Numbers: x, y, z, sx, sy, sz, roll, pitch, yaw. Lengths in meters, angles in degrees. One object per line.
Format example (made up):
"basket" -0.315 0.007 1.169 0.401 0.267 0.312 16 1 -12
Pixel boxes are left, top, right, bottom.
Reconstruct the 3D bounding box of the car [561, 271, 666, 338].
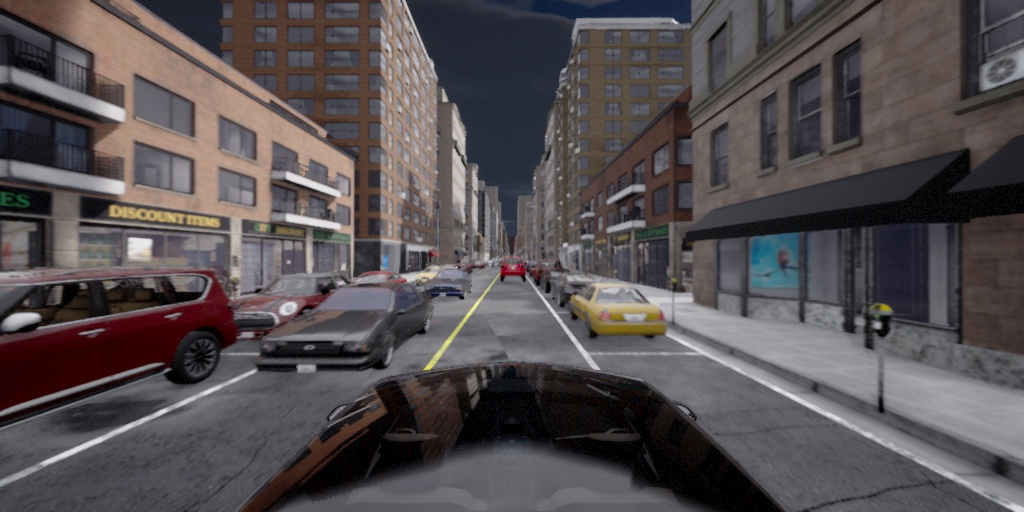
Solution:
"car" 2.669 1.308 10.110 1.751 1.417 4.829 0 0 0

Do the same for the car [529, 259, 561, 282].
"car" 2.671 1.162 26.723 2.192 1.841 5.009 0 0 0

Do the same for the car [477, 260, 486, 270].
"car" -5.851 1.526 60.278 1.888 1.381 4.507 0 0 0

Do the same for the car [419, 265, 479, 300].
"car" -3.094 1.363 18.564 2.033 1.411 5.357 0 0 0

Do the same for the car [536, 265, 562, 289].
"car" 2.670 1.392 21.129 1.948 1.339 4.313 0 0 0

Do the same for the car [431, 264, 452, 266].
"car" -5.855 1.373 26.535 1.751 1.417 4.829 0 0 0

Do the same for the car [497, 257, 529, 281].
"car" 0.099 1.085 31.557 2.150 2.045 5.566 0 -1 0

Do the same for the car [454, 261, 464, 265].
"car" -5.854 1.420 32.301 2.007 1.370 4.403 0 0 0

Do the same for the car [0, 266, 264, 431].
"car" -5.858 1.075 4.322 2.192 1.841 5.009 0 0 0

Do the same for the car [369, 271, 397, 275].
"car" -5.856 1.349 15.513 1.888 1.381 4.507 0 0 0

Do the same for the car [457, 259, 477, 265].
"car" -5.853 1.228 43.492 2.192 1.841 5.009 0 0 0

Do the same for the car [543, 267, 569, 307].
"car" 2.670 1.355 15.534 2.007 1.370 4.403 0 0 0

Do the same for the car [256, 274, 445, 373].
"car" -3.103 1.323 8.076 2.033 1.411 5.357 0 0 0

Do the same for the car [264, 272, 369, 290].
"car" -5.857 1.222 9.917 1.967 1.591 4.097 0 0 0
